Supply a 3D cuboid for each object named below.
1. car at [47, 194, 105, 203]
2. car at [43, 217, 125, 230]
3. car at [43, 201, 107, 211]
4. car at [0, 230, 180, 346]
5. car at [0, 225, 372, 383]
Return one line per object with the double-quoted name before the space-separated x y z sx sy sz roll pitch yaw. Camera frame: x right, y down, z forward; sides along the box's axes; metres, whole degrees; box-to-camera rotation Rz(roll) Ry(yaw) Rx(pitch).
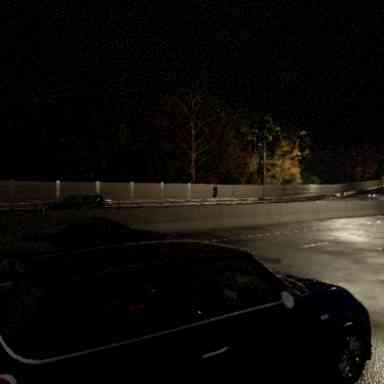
"car" -10.728 1.210 30.724 5.566 2.045 2.150 0 0 -35
"car" -2.782 1.520 10.360 4.674 1.442 1.812 0 0 -35
"car" -6.749 1.538 20.670 5.357 1.411 2.033 0 0 -35
"car" -2.705 1.599 6.115 4.718 1.301 1.895 0 0 -35
"car" 0.061 1.348 3.787 4.553 1.767 2.097 0 0 -35
